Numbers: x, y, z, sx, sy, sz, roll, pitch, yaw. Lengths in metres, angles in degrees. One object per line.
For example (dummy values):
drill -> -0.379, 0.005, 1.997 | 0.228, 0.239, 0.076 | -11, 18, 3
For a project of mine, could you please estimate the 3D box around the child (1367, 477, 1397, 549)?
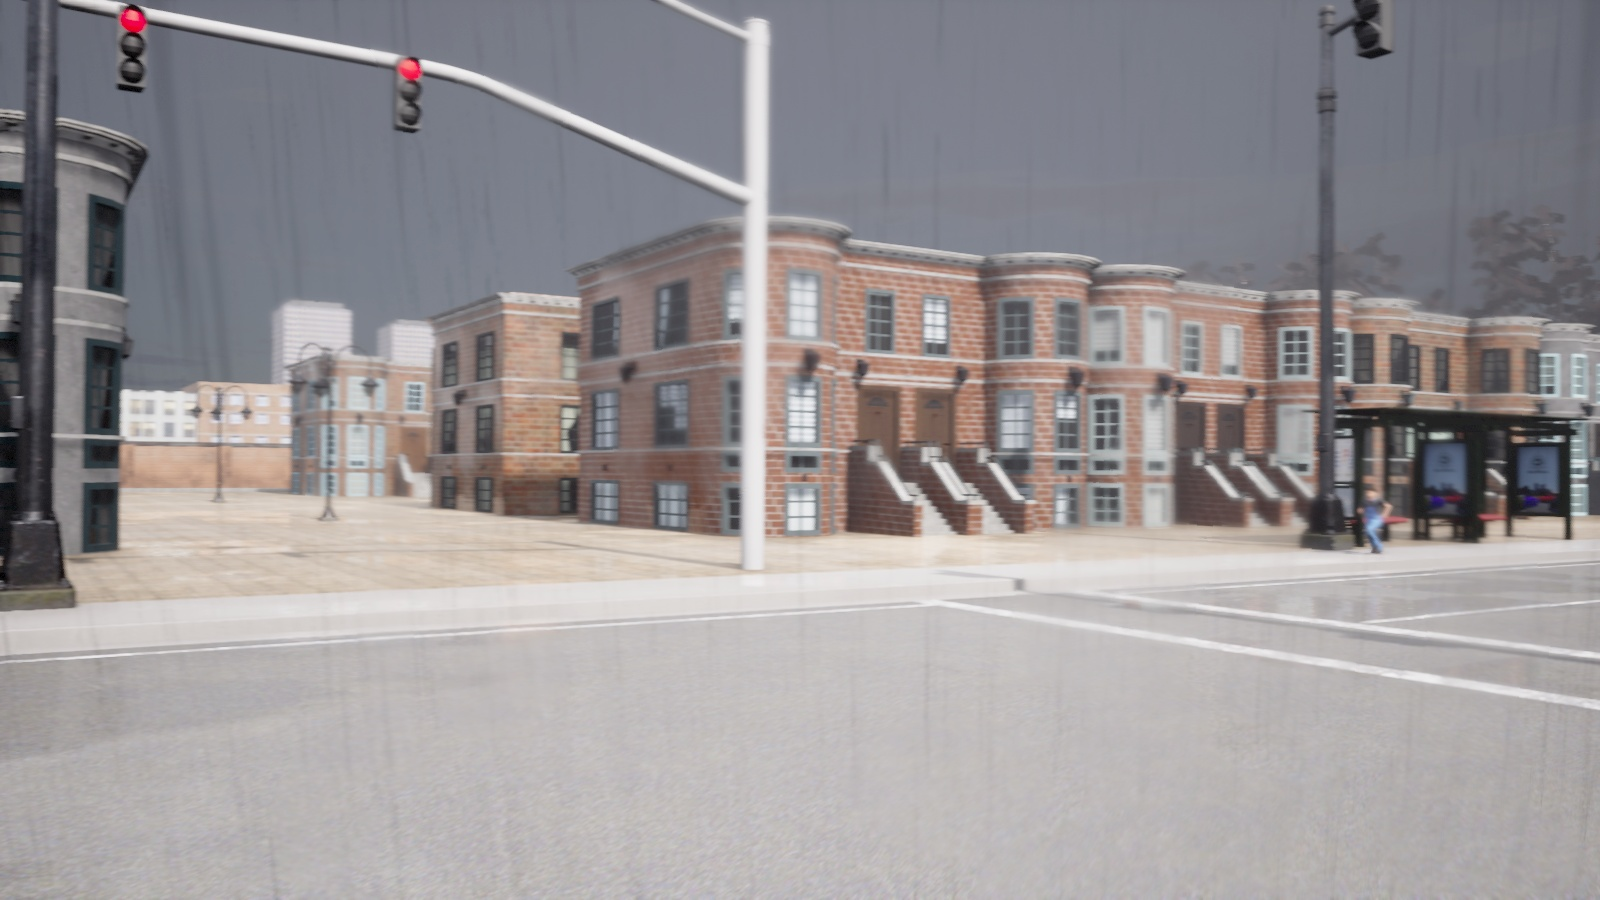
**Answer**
child -> 10.274, 1.108, 22.174 | 0.437, 1.263, 0.270 | 1, -1, -32
